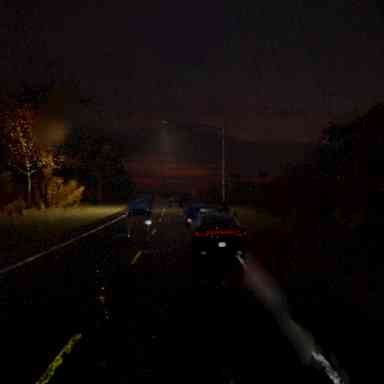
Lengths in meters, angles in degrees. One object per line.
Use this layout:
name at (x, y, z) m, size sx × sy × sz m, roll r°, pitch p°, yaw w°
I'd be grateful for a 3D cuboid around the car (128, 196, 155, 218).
car at (-4.587, 1.447, 29.792) m, size 1.882 × 1.535 × 5.008 m, roll 0°, pitch 0°, yaw -4°

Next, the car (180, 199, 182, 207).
car at (0.159, 1.490, 28.835) m, size 1.812 × 1.442 × 4.674 m, roll 0°, pitch 0°, yaw -3°

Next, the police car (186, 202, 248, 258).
police car at (0.860, 1.413, 12.871) m, size 1.930 × 1.638 × 5.238 m, roll 0°, pitch 0°, yaw -2°

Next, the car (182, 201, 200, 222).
car at (0.484, 1.454, 22.810) m, size 1.882 × 1.535 × 5.008 m, roll 0°, pitch 0°, yaw -3°

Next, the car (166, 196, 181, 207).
car at (-2.446, 1.448, 48.706) m, size 1.837 × 1.490 × 4.892 m, roll 0°, pitch 0°, yaw -6°
